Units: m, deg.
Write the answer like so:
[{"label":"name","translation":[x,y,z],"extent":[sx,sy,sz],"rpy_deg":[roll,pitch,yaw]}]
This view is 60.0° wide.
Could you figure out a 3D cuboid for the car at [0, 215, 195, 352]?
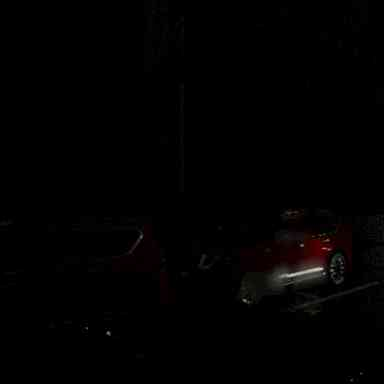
[{"label":"car","translation":[-2.673,1.319,4.861],"extent":[5.009,1.841,2.192],"rpy_deg":[1,0,-36]}]

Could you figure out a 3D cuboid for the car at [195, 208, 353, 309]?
[{"label":"car","translation":[1.917,1.359,8.136],"extent":[5.009,1.841,2.192],"rpy_deg":[1,0,-36]}]
